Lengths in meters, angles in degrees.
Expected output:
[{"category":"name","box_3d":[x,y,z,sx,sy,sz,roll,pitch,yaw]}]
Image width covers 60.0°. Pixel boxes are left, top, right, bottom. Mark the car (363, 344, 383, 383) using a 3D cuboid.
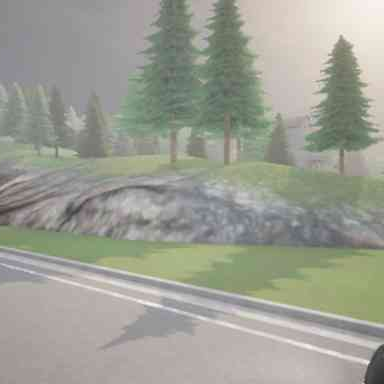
[{"category":"car","box_3d":[3.468,1.514,1.519,4.892,1.490,1.837,0,0,35]}]
